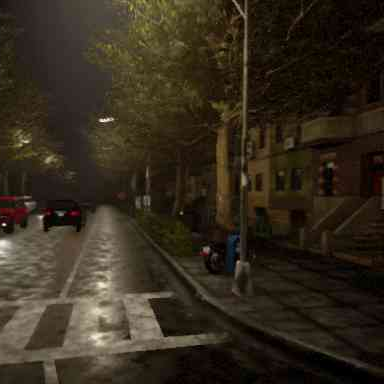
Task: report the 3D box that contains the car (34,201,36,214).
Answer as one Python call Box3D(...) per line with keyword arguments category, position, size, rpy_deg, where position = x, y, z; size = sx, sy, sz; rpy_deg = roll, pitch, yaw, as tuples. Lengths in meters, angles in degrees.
Box3D(category="car", position=(-19.034, 1.504, 37.127), size=(2.435, 2.045, 5.566), rpy_deg=(1, -1, -14))

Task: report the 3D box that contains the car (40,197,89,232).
Box3D(category="car", position=(-8.300, 1.446, 21.982), size=(2.150, 2.045, 5.566), rpy_deg=(1, -1, -14))

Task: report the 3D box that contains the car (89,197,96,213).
Box3D(category="car", position=(-14.130, 1.724, 44.623), size=(2.150, 2.045, 5.566), rpy_deg=(1, -1, -14))

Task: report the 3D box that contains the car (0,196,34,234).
Box3D(category="car", position=(-11.699, 1.352, 20.382), size=(2.150, 2.045, 5.566), rpy_deg=(1, -1, -14))

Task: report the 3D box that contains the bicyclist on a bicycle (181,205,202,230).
Box3D(category="bicyclist on a bicycle", position=(-0.148, 1.676, 21.533), size=(1.656, 1.620, 0.582), rpy_deg=(1, -1, -14))

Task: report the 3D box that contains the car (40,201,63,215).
Box3D(category="car", position=(-16.470, 1.885, 39.118), size=(1.812, 1.442, 4.674), rpy_deg=(1, -1, -14))
